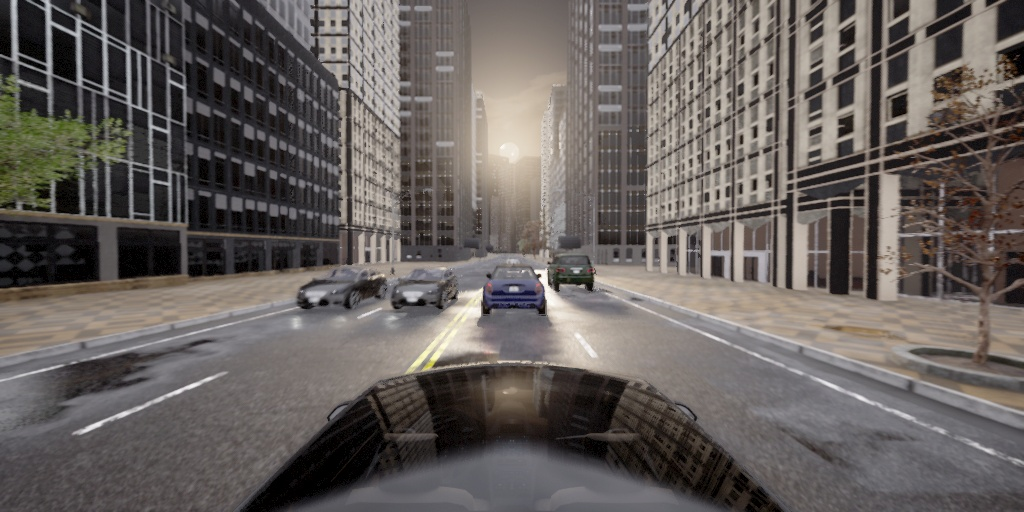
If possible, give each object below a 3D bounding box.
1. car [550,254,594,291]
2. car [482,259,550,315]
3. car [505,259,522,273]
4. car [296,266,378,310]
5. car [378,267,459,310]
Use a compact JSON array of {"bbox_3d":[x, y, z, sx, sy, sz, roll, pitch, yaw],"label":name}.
[{"bbox_3d":[3.356,0.893,21.327,2.150,2.045,5.566,0,0,0],"label":"car"},{"bbox_3d":[0.074,1.054,13.407,2.097,1.767,4.553,0,0,0],"label":"car"},{"bbox_3d":[0.116,1.109,40.638,1.812,1.442,4.674,0,0,0],"label":"car"},{"bbox_3d":[-6.567,1.193,14.412,2.128,1.511,4.902,0,0,0],"label":"car"},{"bbox_3d":[-3.317,1.193,14.413,2.128,1.511,4.902,0,0,0],"label":"car"}]
